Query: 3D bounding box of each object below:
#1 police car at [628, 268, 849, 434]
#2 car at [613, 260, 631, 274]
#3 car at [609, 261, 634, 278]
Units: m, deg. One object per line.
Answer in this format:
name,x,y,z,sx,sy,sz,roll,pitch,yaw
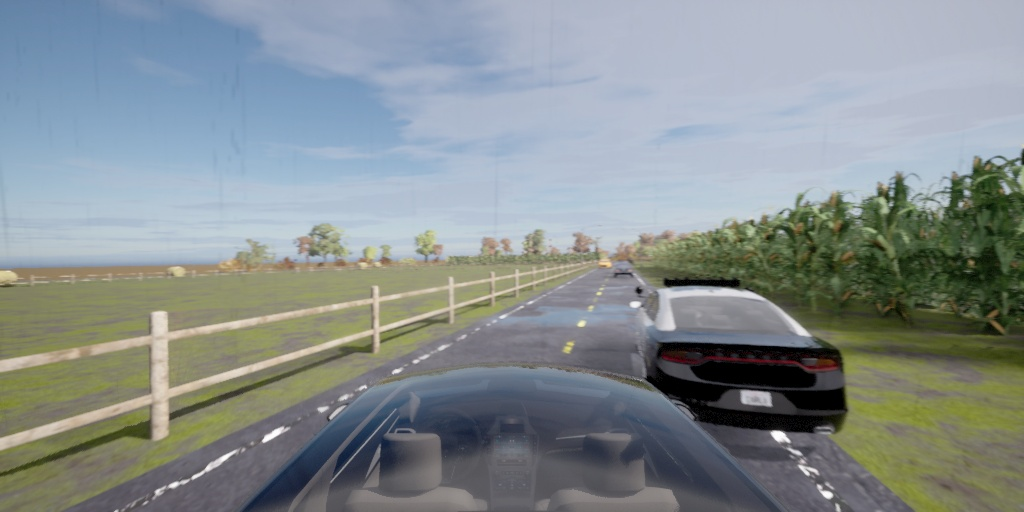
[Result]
police car,3.063,1.158,5.899,1.930,1.638,5.238,-1,0,17
car,13.890,1.359,45.305,2.128,1.511,4.902,-1,0,17
car,11.081,1.384,35.695,2.033,1.411,5.357,-1,0,17
